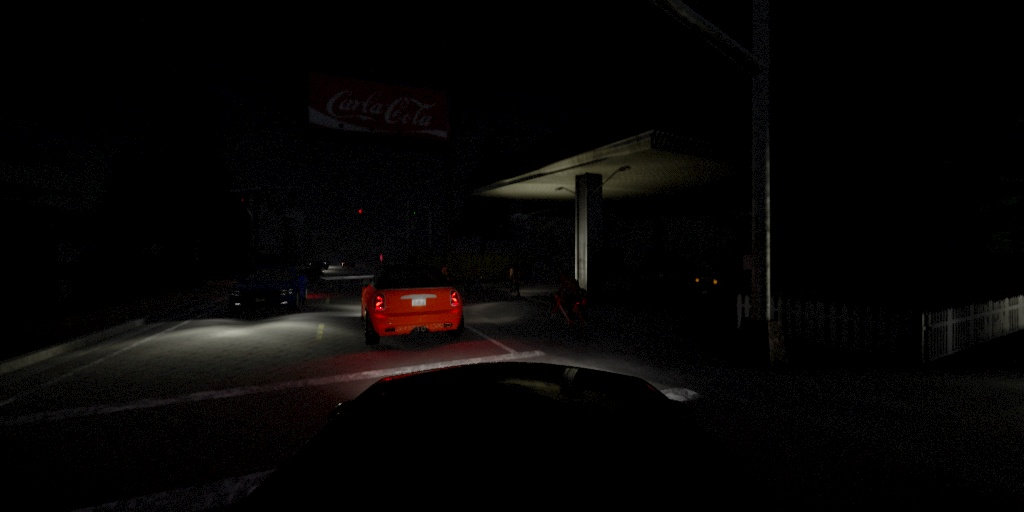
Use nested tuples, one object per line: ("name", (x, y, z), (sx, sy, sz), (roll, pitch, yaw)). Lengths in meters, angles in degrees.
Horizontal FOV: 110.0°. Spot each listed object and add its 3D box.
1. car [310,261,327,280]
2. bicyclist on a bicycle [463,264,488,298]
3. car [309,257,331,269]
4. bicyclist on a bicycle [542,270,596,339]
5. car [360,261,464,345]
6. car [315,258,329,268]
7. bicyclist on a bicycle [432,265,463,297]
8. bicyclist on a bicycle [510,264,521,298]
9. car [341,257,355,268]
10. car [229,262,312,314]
("car", (-18.163, 1.307, 29.327), (4.718, 1.301, 1.895), (-1, 1, -44))
("bicyclist on a bicycle", (-1.947, 1.248, 17.941), (1.656, 1.620, 0.582), (1, 0, -23))
("car", (-24.992, 0.913, 46.384), (2.097, 1.767, 4.553), (0, 0, -26))
("bicyclist on a bicycle", (1.403, 1.173, 8.962), (0.582, 1.620, 1.656), (3, -2, -45))
("car", (-2.829, 0.992, 9.501), (2.097, 1.767, 4.553), (0, 0, -24))
("car", (-29.235, 1.045, 55.298), (1.837, 1.490, 4.892), (0, 0, -26))
("bicyclist on a bicycle", (-3.204, 1.218, 16.512), (1.656, 1.620, 0.582), (1, 0, 35))
("bicyclist on a bicycle", (0.156, 1.253, 18.132), (0.582, 1.620, 1.656), (0, 0, 14))
("car", (-25.204, 1.081, 55.234), (2.033, 1.411, 5.357), (0, 0, -26))
("car", (-8.951, 1.131, 13.516), (1.882, 1.535, 5.008), (1, -1, -25))
